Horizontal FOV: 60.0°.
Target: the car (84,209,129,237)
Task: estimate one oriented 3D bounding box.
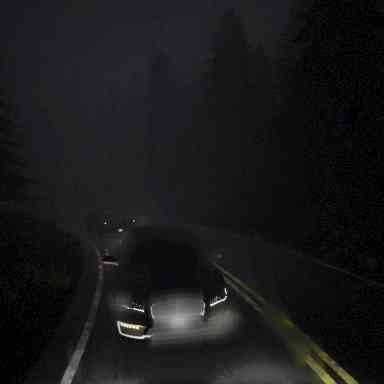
[{"bbox_3d":[-4.645,1.614,18.568,1.895,1.301,4.718,-3,1,-29],"label":"car"}]

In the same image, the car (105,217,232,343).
[{"bbox_3d":[-0.649,1.495,6.838,1.837,1.490,4.892,-1,0,-11],"label":"car"}]
